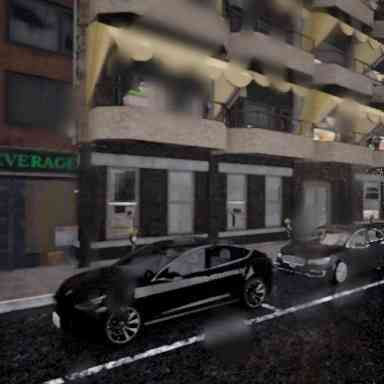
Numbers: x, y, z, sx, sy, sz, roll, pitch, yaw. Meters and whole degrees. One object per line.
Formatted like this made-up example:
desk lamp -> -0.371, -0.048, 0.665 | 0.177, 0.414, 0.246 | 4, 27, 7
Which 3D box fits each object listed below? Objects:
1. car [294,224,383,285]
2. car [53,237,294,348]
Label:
car -> 4.305, 1.630, 9.629 | 4.403, 1.369, 2.008 | 1, 0, -35
car -> -0.293, 1.595, 6.349 | 4.313, 1.339, 1.947 | 1, 0, -35
